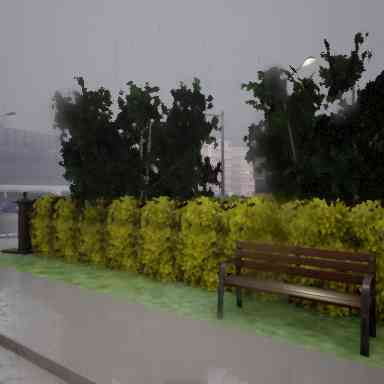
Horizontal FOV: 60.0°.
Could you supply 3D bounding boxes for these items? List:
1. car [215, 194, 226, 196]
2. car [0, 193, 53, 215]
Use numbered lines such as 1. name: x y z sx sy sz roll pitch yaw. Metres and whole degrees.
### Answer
1. car: 4.961 0.736 65.706 1.882 1.535 5.008 0 1 36
2. car: -16.968 1.180 34.585 2.150 2.045 5.566 0 1 35
